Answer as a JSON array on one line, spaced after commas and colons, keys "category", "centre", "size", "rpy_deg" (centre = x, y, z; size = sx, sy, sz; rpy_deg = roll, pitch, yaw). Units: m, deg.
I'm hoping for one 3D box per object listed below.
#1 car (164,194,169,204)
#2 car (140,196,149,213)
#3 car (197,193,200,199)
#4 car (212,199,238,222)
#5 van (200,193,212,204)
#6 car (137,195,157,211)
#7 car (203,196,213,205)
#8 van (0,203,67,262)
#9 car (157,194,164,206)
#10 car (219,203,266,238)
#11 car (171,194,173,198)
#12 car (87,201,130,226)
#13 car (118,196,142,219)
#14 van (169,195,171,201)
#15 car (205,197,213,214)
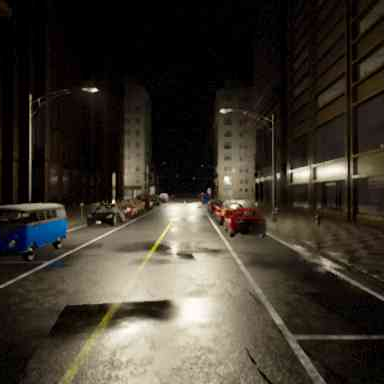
[{"category": "car", "centre": [-5.842, 1.468, 62.392], "size": [1.802, 1.307, 4.206], "rpy_deg": [1, 0, 0]}, {"category": "car", "centre": [-5.844, 1.466, 34.101], "size": [1.752, 1.417, 4.829], "rpy_deg": [1, 0, 0]}, {"category": "car", "centre": [2.688, 1.190, 68.025], "size": [2.192, 1.841, 5.009], "rpy_deg": [1, 0, 0]}, {"category": "car", "centre": [2.681, 1.401, 23.028], "size": [1.967, 1.590, 4.097], "rpy_deg": [1, 0, 0]}, {"category": "van", "centre": [2.686, 1.238, 56.775], "size": [1.690, 1.788, 3.998], "rpy_deg": [1, 0, 0]}, {"category": "car", "centre": [-5.841, 1.245, 39.895], "size": [2.192, 1.841, 5.009], "rpy_deg": [1, 0, 0]}, {"category": "car", "centre": [2.682, 1.481, 39.902], "size": [2.008, 1.369, 4.403], "rpy_deg": [1, 0, 0]}, {"category": "van", "centre": [-5.845, 1.322, 11.773], "size": [1.690, 1.788, 3.998], "rpy_deg": [1, 0, 0]}, {"category": "car", "centre": [-5.841, 1.348, 51.144], "size": [1.967, 1.590, 4.097], "rpy_deg": [1, 0, 0]}, {"category": "car", "centre": [2.679, 1.516, 17.404], "size": [1.887, 1.381, 4.507], "rpy_deg": [1, 0, 0]}, {"category": "car", "centre": [-5.840, 1.409, 73.641], "size": [1.887, 1.381, 4.507], "rpy_deg": [1, 0, 0]}, {"category": "car", "centre": [-5.846, 1.527, 23.022], "size": [1.947, 1.339, 4.313], "rpy_deg": [1, 0, 0]}, {"category": "car", "centre": [-5.844, 1.391, 28.646], "size": [1.967, 1.590, 4.097], "rpy_deg": [1, 0, 0]}, {"category": "van", "centre": [-5.838, 1.216, 68.016], "size": [1.690, 1.788, 3.998], "rpy_deg": [1, 0, 0]}, {"category": "car", "centre": [2.681, 1.486, 34.277], "size": [1.887, 1.381, 4.507], "rpy_deg": [1, 0, 0]}]
